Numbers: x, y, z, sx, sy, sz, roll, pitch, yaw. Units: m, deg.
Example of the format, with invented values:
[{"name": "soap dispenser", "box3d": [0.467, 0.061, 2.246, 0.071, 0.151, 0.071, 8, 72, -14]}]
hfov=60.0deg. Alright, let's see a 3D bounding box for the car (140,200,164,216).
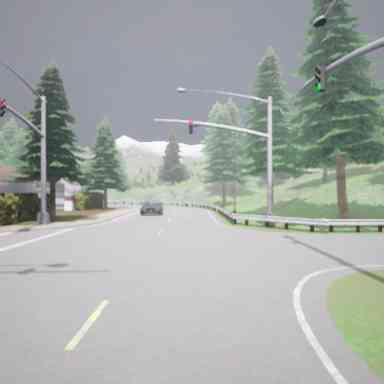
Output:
[{"name": "car", "box3d": [-3.673, 1.472, 31.214, 1.994, 1.385, 4.181, 0, 0, -1]}]
